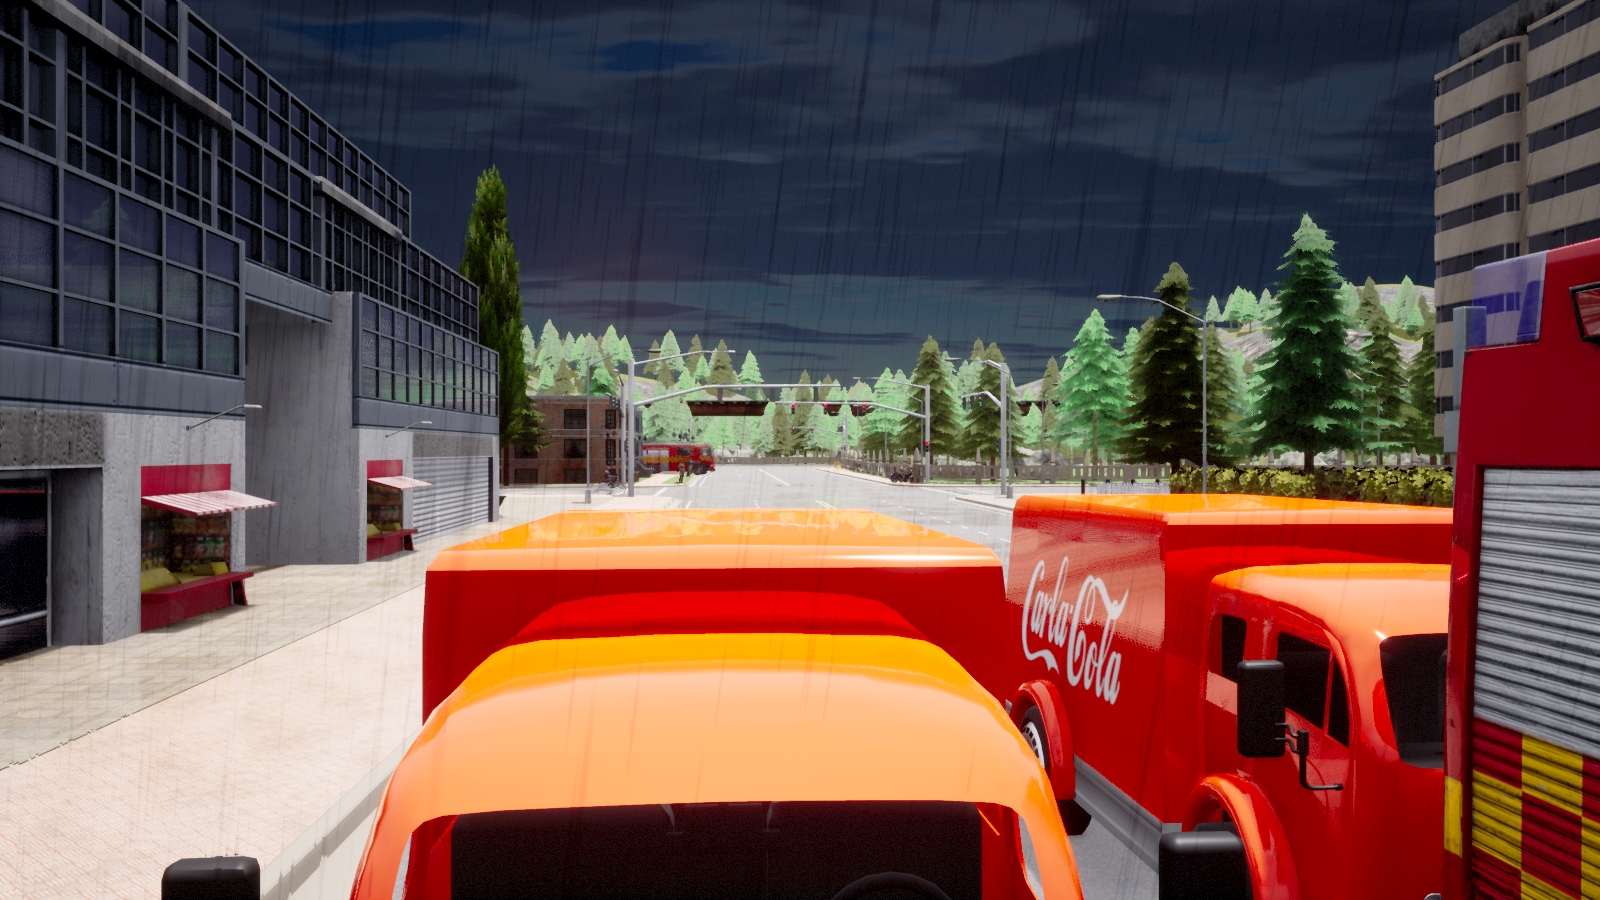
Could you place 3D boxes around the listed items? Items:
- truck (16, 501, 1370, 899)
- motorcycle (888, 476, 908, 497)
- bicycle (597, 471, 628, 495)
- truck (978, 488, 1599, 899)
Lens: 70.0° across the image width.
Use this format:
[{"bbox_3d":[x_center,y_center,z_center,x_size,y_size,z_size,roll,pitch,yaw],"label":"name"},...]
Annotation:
[{"bbox_3d":[-0.347,1.568,4.821,2.627,2.467,5.204,0,0,-4],"label":"truck"},{"bbox_3d":[5.944,2.205,69.519,0.867,1.251,2.209,0,0,-4],"label":"motorcycle"},{"bbox_3d":[-11.664,2.060,71.073,1.835,1.471,0.329,0,0,4],"label":"bicycle"},{"bbox_3d":[3.003,1.568,7.234,2.627,2.467,5.204,0,0,-4],"label":"truck"}]
